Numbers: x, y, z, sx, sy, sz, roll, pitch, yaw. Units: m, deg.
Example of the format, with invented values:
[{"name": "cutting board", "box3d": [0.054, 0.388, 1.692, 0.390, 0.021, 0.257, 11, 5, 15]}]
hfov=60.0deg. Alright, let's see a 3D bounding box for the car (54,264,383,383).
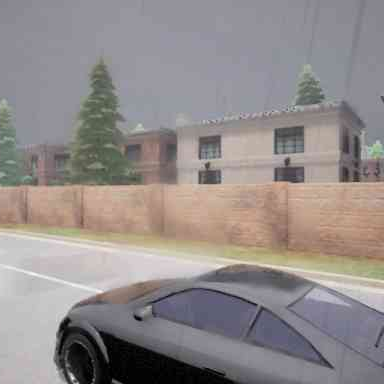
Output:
[{"name": "car", "box3d": [0.358, 1.560, 3.716, 4.181, 1.385, 1.994, 0, 0, 35]}]
